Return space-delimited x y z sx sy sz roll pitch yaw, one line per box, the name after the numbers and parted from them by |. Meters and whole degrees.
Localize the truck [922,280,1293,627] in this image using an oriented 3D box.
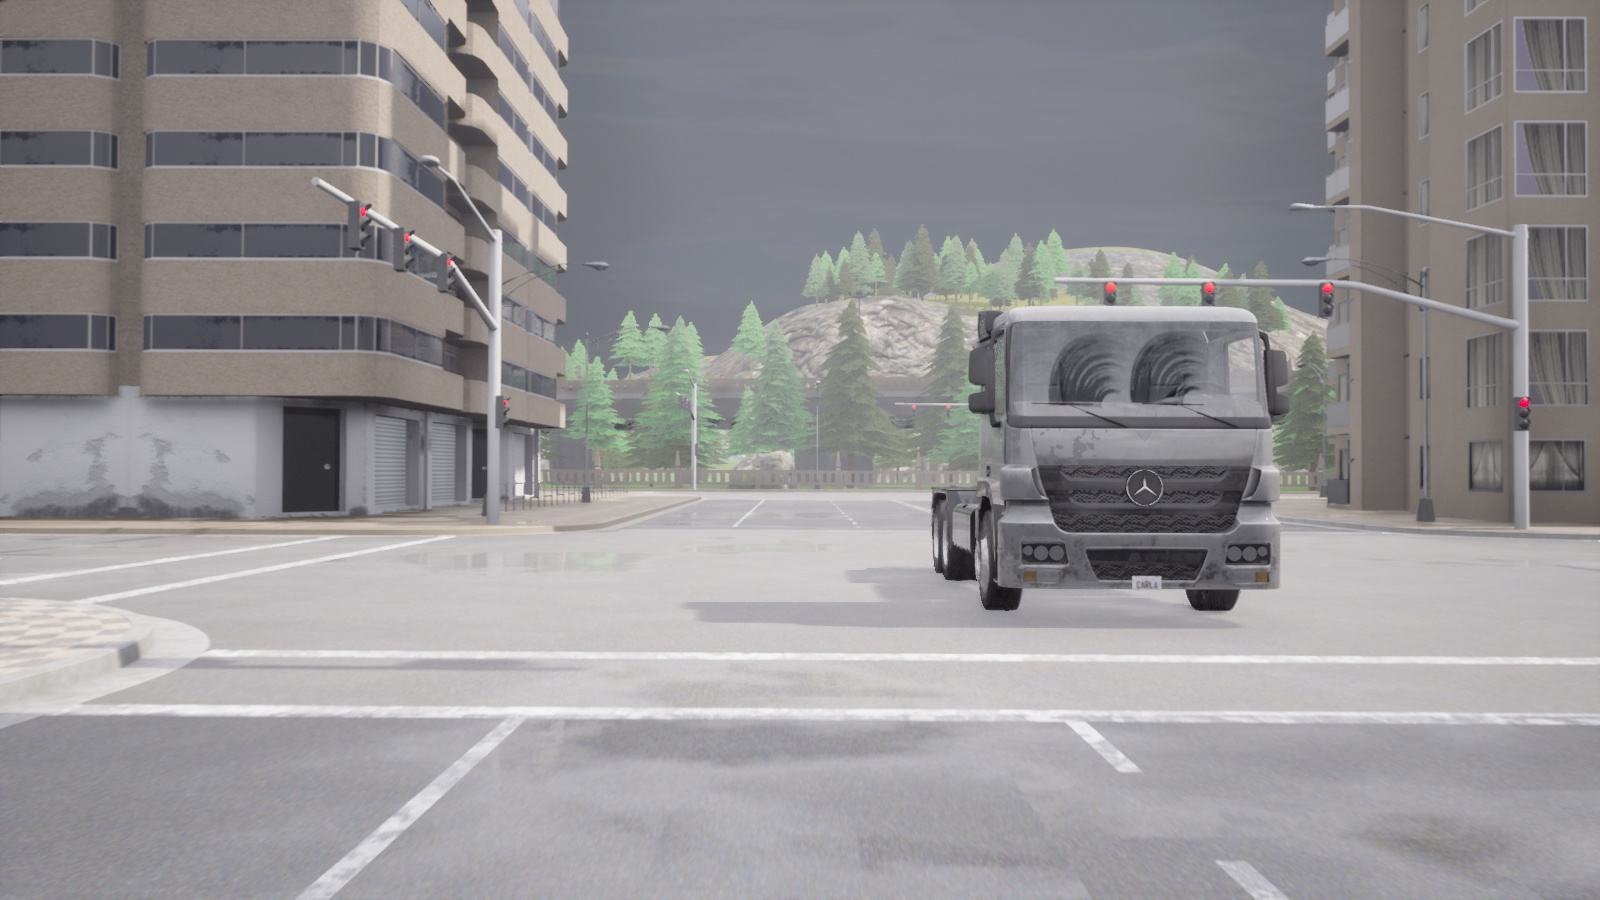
3.458 0.095 16.513 2.891 3.462 7.936 0 -1 0 | truck
